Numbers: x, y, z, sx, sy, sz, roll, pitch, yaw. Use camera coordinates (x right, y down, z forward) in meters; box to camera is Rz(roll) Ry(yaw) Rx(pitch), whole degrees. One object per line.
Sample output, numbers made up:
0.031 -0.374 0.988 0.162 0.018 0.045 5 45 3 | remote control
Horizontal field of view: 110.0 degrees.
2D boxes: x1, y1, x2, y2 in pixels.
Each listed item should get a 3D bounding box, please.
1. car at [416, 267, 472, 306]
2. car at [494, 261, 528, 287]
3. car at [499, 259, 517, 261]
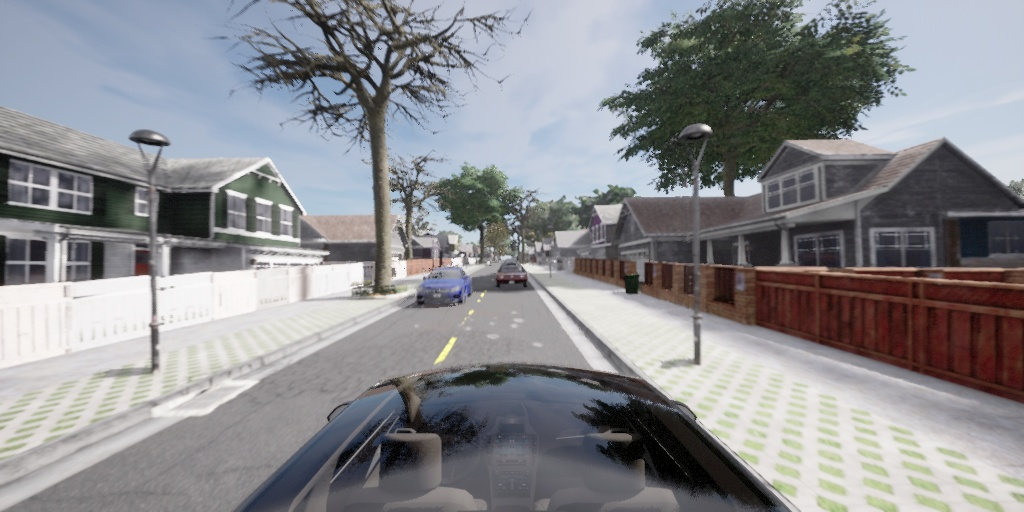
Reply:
-2.810 1.213 15.698 1.812 1.442 4.674 -1 0 0 | car
-0.025 1.214 22.812 1.895 1.301 4.718 -1 0 0 | car
-0.145 1.071 38.427 1.837 1.490 4.892 -1 1 0 | car
